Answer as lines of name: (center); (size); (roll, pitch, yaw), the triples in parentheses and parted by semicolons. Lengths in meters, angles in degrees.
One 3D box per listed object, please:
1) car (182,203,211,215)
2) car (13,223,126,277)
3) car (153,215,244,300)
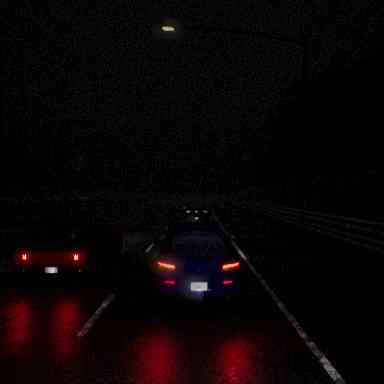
car: (0.333, 1.502, 24.031); (2.128, 1.511, 4.902); (0, 0, 1)
car: (-3.359, 1.597, 10.249); (1.895, 1.301, 4.718); (0, 0, 1)
car: (0.132, 1.523, 8.227); (1.812, 1.442, 4.674); (0, 0, 0)
